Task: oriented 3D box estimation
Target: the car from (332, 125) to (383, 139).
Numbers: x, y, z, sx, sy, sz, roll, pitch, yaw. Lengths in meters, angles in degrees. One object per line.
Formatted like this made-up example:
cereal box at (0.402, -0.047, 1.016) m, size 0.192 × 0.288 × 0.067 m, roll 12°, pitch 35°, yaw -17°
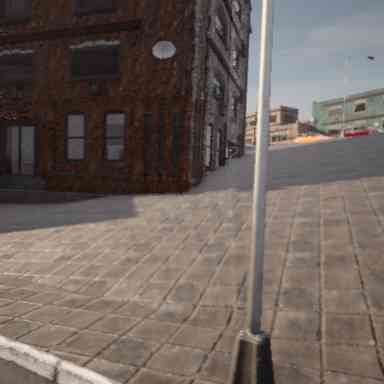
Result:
car at (15.508, -5.154, 29.851) m, size 2.185 × 1.767 × 4.553 m, roll 1°, pitch 2°, yaw -30°

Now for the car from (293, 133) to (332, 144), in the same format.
car at (12.789, -5.371, 34.651) m, size 2.185 × 1.767 × 4.553 m, roll 1°, pitch 2°, yaw -30°

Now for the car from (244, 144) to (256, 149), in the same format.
car at (7.358, -5.665, 44.232) m, size 2.231 × 1.521 × 4.892 m, roll 1°, pitch 2°, yaw -30°
